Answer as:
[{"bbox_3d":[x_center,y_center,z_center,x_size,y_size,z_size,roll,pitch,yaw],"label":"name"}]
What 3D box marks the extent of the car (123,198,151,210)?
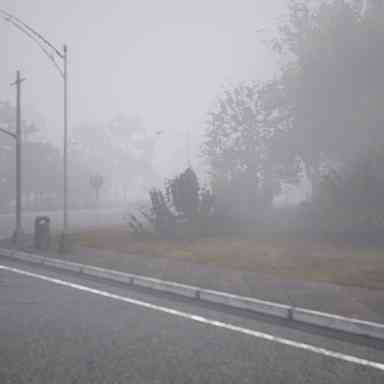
[{"bbox_3d":[-7.163,1.619,44.956,2.128,1.511,4.902,0,0,32],"label":"car"}]
